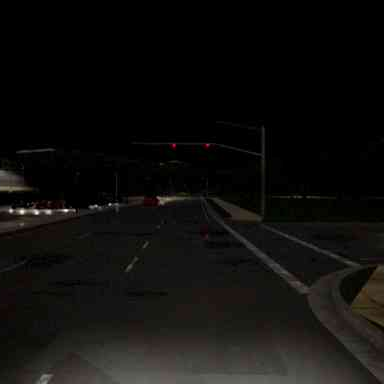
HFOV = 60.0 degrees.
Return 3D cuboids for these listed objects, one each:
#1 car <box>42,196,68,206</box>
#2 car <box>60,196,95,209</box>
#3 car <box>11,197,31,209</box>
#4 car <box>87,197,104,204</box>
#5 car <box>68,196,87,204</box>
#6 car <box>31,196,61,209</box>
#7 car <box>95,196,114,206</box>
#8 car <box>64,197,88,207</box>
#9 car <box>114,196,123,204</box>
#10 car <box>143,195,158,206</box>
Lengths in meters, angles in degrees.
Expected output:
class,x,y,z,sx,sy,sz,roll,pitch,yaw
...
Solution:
class,x,y,z,sx,sy,sz,roll,pitch,yaw
car,-22.025,1.461,53.747,2.128,1.511,4.902,0,0,1
car,-15.260,1.522,44.703,2.033,1.411,5.357,0,0,2
car,-22.255,1.479,44.624,1.837,1.490,4.892,0,0,2
car,-18.321,1.565,63.372,1.895,1.301,4.718,0,0,1
car,-21.819,1.528,63.504,1.994,1.385,4.181,0,0,1
car,-18.779,1.327,44.008,2.097,1.767,4.553,0,0,2
car,-15.002,1.516,54.761,2.033,1.411,5.357,0,0,1
car,-18.531,1.517,53.417,2.033,1.411,5.357,0,0,1
car,-14.787,1.468,64.937,1.837,1.490,4.892,0,0,1
car,-6.884,1.320,55.549,2.097,1.767,4.553,0,0,1
